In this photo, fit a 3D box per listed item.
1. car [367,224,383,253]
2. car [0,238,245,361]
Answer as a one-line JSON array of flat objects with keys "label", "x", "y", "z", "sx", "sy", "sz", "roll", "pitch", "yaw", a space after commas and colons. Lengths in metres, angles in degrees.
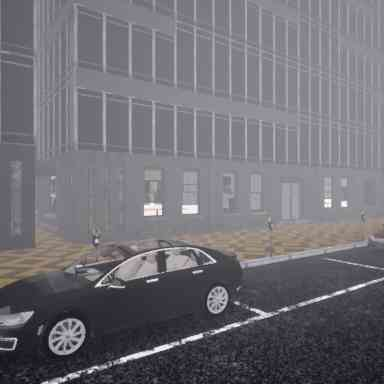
[{"label": "car", "x": 8.257, "y": 1.582, "z": 12.402, "sx": 4.206, "sy": 1.307, "sz": 1.802, "roll": 0, "pitch": 0, "yaw": -35}, {"label": "car", "x": -1.031, "y": 1.551, "z": 5.819, "sx": 4.403, "sy": 1.369, "sz": 2.008, "roll": 0, "pitch": 0, "yaw": -35}]
